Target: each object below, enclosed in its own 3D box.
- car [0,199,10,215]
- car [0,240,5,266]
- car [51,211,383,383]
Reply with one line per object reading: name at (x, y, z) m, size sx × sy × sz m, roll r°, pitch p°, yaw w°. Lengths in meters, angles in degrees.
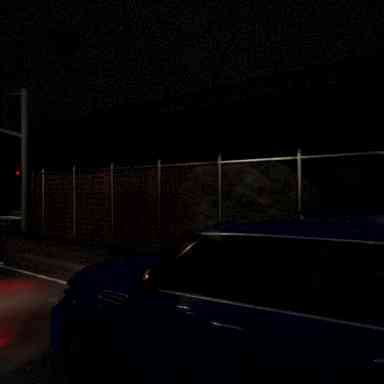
car at (-20.172, 1.421, 31.897) m, size 2.097 × 1.767 × 4.553 m, roll 0°, pitch 0°, yaw 37°
car at (-7.072, 1.496, 9.034) m, size 4.902 × 1.511 × 2.128 m, roll 0°, pitch 0°, yaw 33°
car at (0.942, 1.222, 3.318) m, size 5.566 × 2.045 × 2.150 m, roll 0°, pitch 0°, yaw 35°
